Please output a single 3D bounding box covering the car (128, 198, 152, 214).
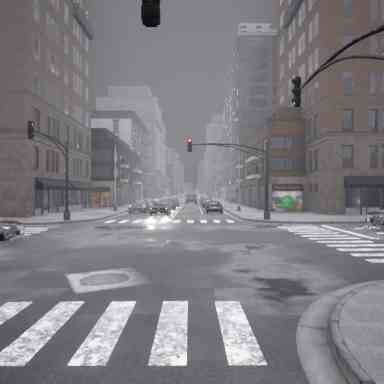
[{"bbox_3d":[-5.665,1.480,36.132,1.967,1.590,4.097,0,0,0],"label":"car"}]

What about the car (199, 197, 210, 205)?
[{"bbox_3d":[2.411,1.647,63.671,2.008,1.369,4.403,0,0,0],"label":"car"}]

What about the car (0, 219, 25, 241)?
[{"bbox_3d":[-10.004,1.524,14.443,4.902,1.511,2.128,0,0,-10],"label":"car"}]

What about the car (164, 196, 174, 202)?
[{"bbox_3d":[-5.583,1.694,80.218,2.008,1.369,4.403,0,0,0],"label":"car"}]

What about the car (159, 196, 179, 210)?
[{"bbox_3d":[-3.110,1.617,43.473,1.994,1.385,4.181,0,0,1],"label":"car"}]

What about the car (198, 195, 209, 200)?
[{"bbox_3d":[2.390,1.637,52.650,1.947,1.339,4.313,0,0,0],"label":"car"}]

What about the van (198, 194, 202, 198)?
[{"bbox_3d":[2.401,1.424,58.161,1.690,1.788,3.998,0,0,0],"label":"van"}]

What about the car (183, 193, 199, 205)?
[{"bbox_3d":[-0.124,1.317,63.312,2.150,2.045,5.566,0,0,0],"label":"car"}]

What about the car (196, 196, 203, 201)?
[{"bbox_3d":[2.050,1.698,90.086,1.812,1.442,4.674,0,0,0],"label":"car"}]

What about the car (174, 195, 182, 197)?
[{"bbox_3d":[-3.085,1.636,53.432,1.994,1.385,4.181,0,0,0],"label":"car"}]

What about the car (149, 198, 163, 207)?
[{"bbox_3d":[-5.634,1.653,52.664,1.802,1.307,4.206,0,0,0],"label":"car"}]

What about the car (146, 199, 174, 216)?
[{"bbox_3d":[-3.133,1.637,33.495,1.895,1.301,4.718,0,0,0],"label":"car"}]

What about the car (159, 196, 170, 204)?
[{"bbox_3d":[-5.604,1.552,69.197,1.967,1.590,4.097,0,0,0],"label":"car"}]

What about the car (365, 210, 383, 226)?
[{"bbox_3d":[13.382,1.442,20.628,4.902,1.511,2.128,0,0,0],"label":"car"}]

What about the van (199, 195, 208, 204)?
[{"bbox_3d":[2.421,1.453,69.182,1.690,1.788,3.998,0,0,0],"label":"van"}]

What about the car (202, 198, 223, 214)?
[{"bbox_3d":[2.360,1.606,36.117,1.947,1.339,4.313,0,0,0],"label":"car"}]

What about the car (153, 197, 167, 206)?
[{"bbox_3d":[-5.624,1.634,58.175,2.008,1.369,4.403,0,0,0],"label":"car"}]

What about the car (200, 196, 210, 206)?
[{"bbox_3d":[2.380,1.641,47.139,1.802,1.307,4.206,0,0,0],"label":"car"}]

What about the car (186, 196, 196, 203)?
[{"bbox_3d":[-0.200,1.678,73.680,1.994,1.385,4.181,0,0,0],"label":"car"}]
